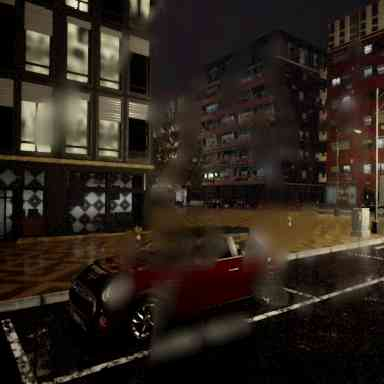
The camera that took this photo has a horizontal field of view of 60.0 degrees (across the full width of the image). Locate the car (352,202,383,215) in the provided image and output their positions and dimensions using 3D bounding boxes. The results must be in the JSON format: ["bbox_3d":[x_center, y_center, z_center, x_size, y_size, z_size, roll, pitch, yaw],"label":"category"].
[{"bbox_3d":[19.964,1.729,36.716,1.947,1.339,4.313,1,-1,-35],"label":"car"}]

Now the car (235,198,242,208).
[{"bbox_3d":[6.903,1.725,55.261,1.967,1.590,4.097,1,-1,-35],"label":"car"}]

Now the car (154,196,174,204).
[{"bbox_3d":[-6.158,1.724,73.807,2.192,1.841,5.009,1,-1,-35],"label":"car"}]

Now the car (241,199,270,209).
[{"bbox_3d":[10.168,1.799,50.625,1.887,1.381,4.507,1,-1,-35],"label":"car"}]

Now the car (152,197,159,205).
[{"bbox_3d":[-6.482,1.763,59.712,1.887,1.381,4.507,1,-1,-35],"label":"car"}]

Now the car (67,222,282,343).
[{"bbox_3d":[-0.200,1.441,6.395,4.097,1.590,1.967,0,1,-35],"label":"car"}]

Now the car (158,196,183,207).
[{"bbox_3d":[-3.217,1.733,55.076,1.887,1.381,4.507,1,-1,-35],"label":"car"}]

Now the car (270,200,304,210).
[{"bbox_3d":[13.433,1.806,45.988,1.802,1.307,4.206,1,-1,-35],"label":"car"}]

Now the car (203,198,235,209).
[{"bbox_3d":[3.314,1.677,45.803,2.008,1.369,4.403,1,-1,-35],"label":"car"}]
